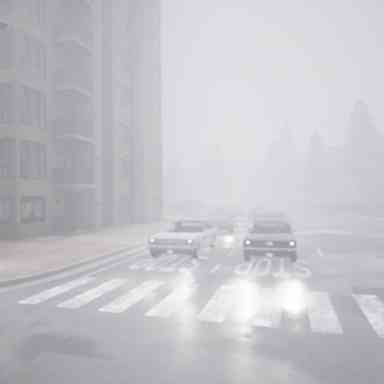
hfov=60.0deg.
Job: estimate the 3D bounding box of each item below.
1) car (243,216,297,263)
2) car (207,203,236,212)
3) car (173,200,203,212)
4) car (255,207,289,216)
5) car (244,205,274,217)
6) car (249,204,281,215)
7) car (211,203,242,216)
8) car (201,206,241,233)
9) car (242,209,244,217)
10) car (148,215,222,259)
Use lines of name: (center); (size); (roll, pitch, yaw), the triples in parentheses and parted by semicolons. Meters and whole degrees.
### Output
car: (3.180, 1.832, 13.257); (1.895, 1.301, 4.718); (-1, -1, 15)
car: (4.846, 2.575, 55.292); (1.812, 1.442, 4.674); (0, -2, -42)
car: (-0.727, 2.336, 55.763); (5.566, 2.045, 2.150); (-3, -3, 42)
car: (5.355, 1.939, 21.753); (1.994, 1.385, 4.181); (-1, -1, 13)
car: (6.646, 2.120, 31.565); (1.994, 1.385, 4.181); (-1, -1, -3)
car: (10.186, 2.421, 46.902); (1.895, 1.301, 4.718); (0, -1, -25)
car: (3.171, 2.132, 33.136); (1.837, 1.490, 4.892); (-1, -1, -6)
car: (2.121, 1.964, 23.001); (1.812, 1.442, 4.674); (-1, -1, 13)
car: (4.908, 2.275, 41.310); (1.837, 1.490, 4.892); (0, -1, -19)
car: (-0.202, 1.889, 14.134); (1.895, 1.301, 4.718); (-1, -1, 15)
